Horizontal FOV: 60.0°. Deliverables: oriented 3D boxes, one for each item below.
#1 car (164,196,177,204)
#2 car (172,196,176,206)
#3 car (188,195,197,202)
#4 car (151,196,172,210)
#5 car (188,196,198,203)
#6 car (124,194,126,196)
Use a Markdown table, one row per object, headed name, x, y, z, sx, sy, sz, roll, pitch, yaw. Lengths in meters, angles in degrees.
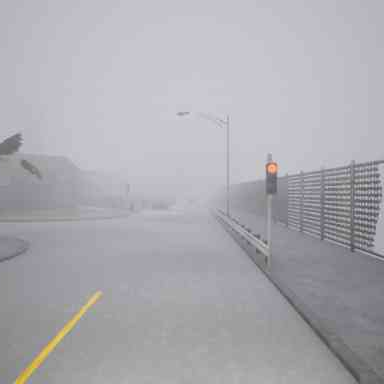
| name | x | y | z | sx | sy | sz | roll | pitch | yaw |
| --- | --- | --- | --- | --- | --- | --- | --- | --- | --- |
| car | -3.999 | 1.547 | 62.952 | 2.033 | 1.411 | 5.357 | 0 | 0 | 0 |
| car | -4.041 | 1.504 | 52.496 | 1.837 | 1.490 | 4.892 | 0 | 0 | 0 |
| car | 0.074 | 1.539 | 78.624 | 2.033 | 1.411 | 5.357 | 0 | 0 | 0 |
| car | -4.058 | 1.477 | 42.778 | 1.882 | 1.535 | 5.008 | 0 | 0 | 0 |
| car | 0.168 | 1.547 | 67.996 | 2.033 | 1.411 | 5.357 | 0 | 0 | -1 |
| car | -17.204 | 1.134 | 78.223 | 3.633 | 1.501 | 1.845 | 0 | 0 | 0 |
